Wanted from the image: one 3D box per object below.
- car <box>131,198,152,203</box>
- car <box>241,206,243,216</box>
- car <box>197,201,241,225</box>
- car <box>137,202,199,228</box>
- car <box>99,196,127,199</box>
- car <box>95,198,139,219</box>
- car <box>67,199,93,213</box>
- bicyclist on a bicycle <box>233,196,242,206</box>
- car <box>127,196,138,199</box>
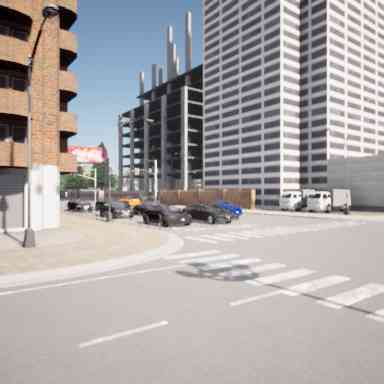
[{"bbox_3d":[-4.121,1.620,32.323,1.994,1.385,4.181,0,0,-36],"label":"car"},{"bbox_3d":[2.330,1.534,29.787,1.882,1.535,5.008,0,0,-36],"label":"car"},{"bbox_3d":[1.138,1.561,25.135,1.837,1.490,4.892,0,0,-36],"label":"car"},{"bbox_3d":[-1.769,1.620,23.182,1.994,1.385,4.181,0,0,-36],"label":"car"},{"bbox_3d":[-10.127,1.408,40.543,2.097,1.767,4.553,0,0,-36],"label":"car"},{"bbox_3d":[-6.929,1.581,30.247,1.812,1.442,4.674,0,0,-36],"label":"car"},{"bbox_3d":[-13.046,1.547,38.610,2.128,1.511,4.902,0,0,-36],"label":"car"},{"bbox_3d":[5.417,1.357,39.565,1.656,1.620,0.582,0,0,-36],"label":"bicyclist on a bicycle"},{"bbox_3d":[-9.855,1.408,52.139,2.097,1.767,4.553,0,0,-36],"label":"car"}]
